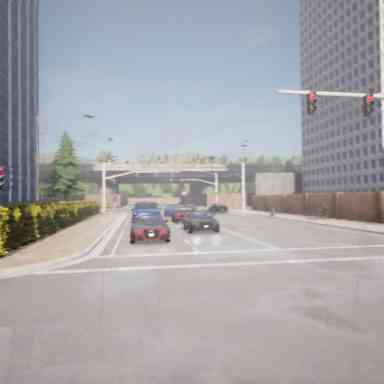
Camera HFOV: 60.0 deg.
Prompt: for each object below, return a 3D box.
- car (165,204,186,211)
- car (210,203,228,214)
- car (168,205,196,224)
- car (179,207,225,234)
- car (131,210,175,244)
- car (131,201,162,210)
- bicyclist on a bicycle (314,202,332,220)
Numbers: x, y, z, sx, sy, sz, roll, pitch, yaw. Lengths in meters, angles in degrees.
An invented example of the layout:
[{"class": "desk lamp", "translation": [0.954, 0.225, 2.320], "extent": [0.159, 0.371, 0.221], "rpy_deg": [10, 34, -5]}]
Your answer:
[{"class": "car", "translation": [-2.322, 2.240, 40.928], "extent": [1.882, 1.535, 5.008], "rpy_deg": [-1, -1, -8]}, {"class": "car", "translation": [3.751, 2.285, 47.624], "extent": [1.882, 1.535, 5.008], "rpy_deg": [-1, -1, -9]}, {"class": "car", "translation": [-0.795, 2.170, 31.086], "extent": [1.895, 1.301, 4.718], "rpy_deg": [-1, -1, -9]}, {"class": "car", "translation": [0.576, 1.963, 22.438], "extent": [1.994, 1.385, 4.181], "rpy_deg": [-1, -1, -9]}, {"class": "car", "translation": [-2.263, 1.919, 18.009], "extent": [1.994, 1.385, 4.181], "rpy_deg": [-1, -1, -9]}, {"class": "car", "translation": [-3.732, 1.758, 27.235], "extent": [2.150, 2.045, 5.566], "rpy_deg": [-1, -1, -9]}, {"class": "bicyclist on a bicycle", "translation": [11.591, 1.689, 29.439], "extent": [1.656, 1.620, 0.582], "rpy_deg": [-1, -1, -9]}]
